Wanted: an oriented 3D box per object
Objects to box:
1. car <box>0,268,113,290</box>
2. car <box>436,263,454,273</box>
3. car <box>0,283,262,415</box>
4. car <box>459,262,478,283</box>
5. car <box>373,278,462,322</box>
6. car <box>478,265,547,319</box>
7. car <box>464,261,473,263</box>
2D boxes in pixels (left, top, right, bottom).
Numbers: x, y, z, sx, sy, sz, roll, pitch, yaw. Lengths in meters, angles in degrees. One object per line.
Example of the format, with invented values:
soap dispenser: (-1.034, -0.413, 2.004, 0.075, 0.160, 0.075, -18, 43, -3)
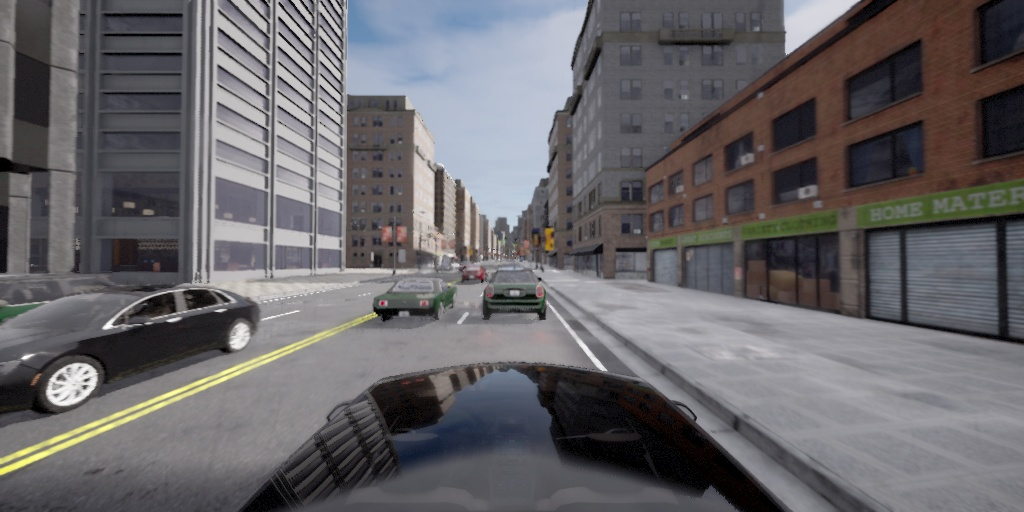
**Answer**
car: (-9.852, 1.141, 6.600, 2.097, 1.767, 4.553, 0, 0, 0)
car: (-9.772, 1.732, 52.469, 1.994, 1.385, 4.181, 0, 0, 0)
car: (-6.603, 1.290, 6.141, 1.837, 1.490, 4.892, 0, 0, 0)
car: (-3.165, 1.496, 30.545, 1.812, 1.442, 4.674, 0, 0, 0)
car: (-3.158, 1.437, 12.749, 1.895, 1.301, 4.718, 0, 0, 0)
car: (0.089, 1.193, 13.356, 2.097, 1.767, 4.553, 0, 0, 0)
car: (-6.522, 1.537, 52.502, 2.097, 1.767, 4.553, 0, 0, 0)
